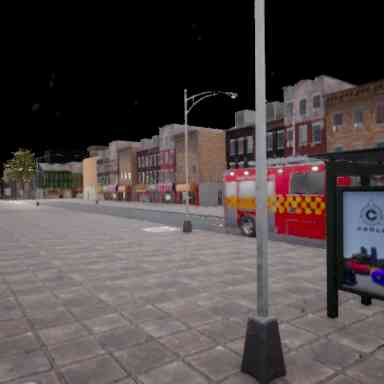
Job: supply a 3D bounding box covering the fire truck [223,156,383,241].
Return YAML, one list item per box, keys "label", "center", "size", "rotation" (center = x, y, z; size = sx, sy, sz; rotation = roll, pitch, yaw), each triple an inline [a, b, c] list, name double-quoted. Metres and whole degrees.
- label: "fire truck"
  center: [5.162, 0.316, 14.803]
  size: [2.891, 3.827, 8.468]
  rotation: [-1, 1, -35]
